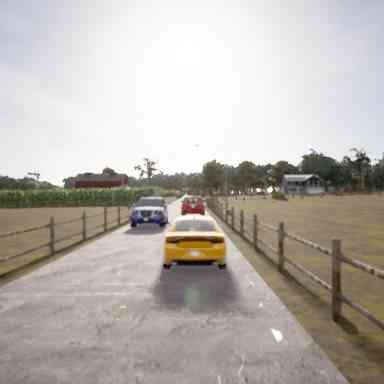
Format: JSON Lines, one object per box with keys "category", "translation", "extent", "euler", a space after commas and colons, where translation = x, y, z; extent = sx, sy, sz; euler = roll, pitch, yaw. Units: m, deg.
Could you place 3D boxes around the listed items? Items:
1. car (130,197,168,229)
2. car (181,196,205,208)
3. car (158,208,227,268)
{"category": "car", "translation": [-2.853, 1.367, 23.402], "extent": [2.150, 2.045, 5.566], "euler": [0, 0, 0]}
{"category": "car", "translation": [0.094, 1.400, 32.081], "extent": [2.150, 2.045, 5.566], "euler": [0, 0, 0]}
{"category": "car", "translation": [0.087, 1.560, 11.620], "extent": [1.882, 1.535, 5.008], "euler": [0, 0, 0]}
